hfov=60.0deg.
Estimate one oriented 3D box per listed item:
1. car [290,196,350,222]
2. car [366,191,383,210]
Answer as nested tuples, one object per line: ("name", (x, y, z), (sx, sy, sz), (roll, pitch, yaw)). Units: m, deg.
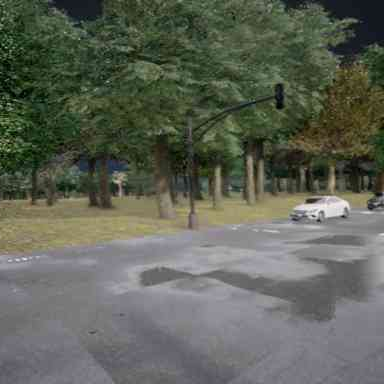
("car", (7.851, 0.965, 20.217), (4.674, 1.442, 1.812), (-2, -1, -39))
("car", (15.713, 0.622, 26.607), (4.892, 1.490, 1.837), (-2, -1, -39))
